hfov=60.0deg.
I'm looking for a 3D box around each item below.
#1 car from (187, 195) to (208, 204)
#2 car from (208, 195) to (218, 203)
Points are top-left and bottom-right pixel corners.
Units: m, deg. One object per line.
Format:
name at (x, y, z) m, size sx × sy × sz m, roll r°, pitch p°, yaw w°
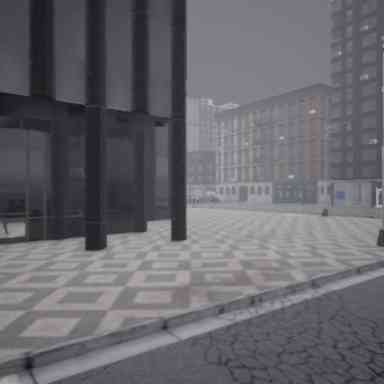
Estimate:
car at (0.212, 1.326, 58.732) m, size 1.812 × 1.442 × 4.674 m, roll 0°, pitch 0°, yaw -36°
car at (2.759, 1.304, 60.706) m, size 1.837 × 1.490 × 4.892 m, roll 0°, pitch 0°, yaw -36°
